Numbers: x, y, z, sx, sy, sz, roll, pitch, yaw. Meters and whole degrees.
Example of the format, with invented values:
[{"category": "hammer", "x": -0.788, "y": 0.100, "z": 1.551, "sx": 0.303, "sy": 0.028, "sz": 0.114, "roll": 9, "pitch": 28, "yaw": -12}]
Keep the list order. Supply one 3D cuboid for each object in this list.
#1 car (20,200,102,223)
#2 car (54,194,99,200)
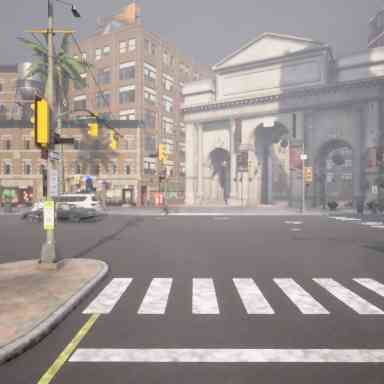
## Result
[{"category": "car", "x": -9.802, "y": 1.547, "z": 24.906, "sx": 5.357, "sy": 1.411, "sz": 2.033, "roll": 0, "pitch": 0, "yaw": 0}, {"category": "car", "x": -10.600, "y": 1.221, "z": 28.413, "sx": 5.566, "sy": 2.045, "sz": 2.150, "roll": 0, "pitch": 0, "yaw": 0}]
